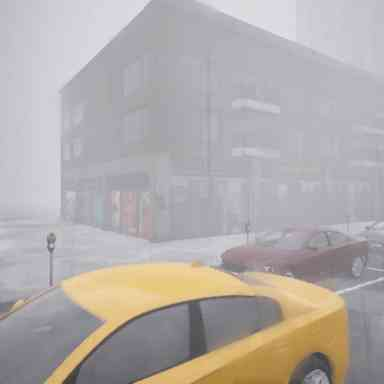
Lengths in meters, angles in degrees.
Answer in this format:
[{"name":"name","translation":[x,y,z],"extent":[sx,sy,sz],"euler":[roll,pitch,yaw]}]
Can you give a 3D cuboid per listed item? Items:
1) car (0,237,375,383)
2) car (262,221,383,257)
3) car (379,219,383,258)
[{"name":"car","translation":[-0.620,1.477,2.937],"extent":[5.008,1.535,1.882],"euler":[0,0,-35]},{"name":"car","translation":[2.703,1.544,8.454],"extent":[4.507,1.381,1.887],"euler":[0,0,-35]},{"name":"car","translation":[7.204,1.580,11.658],"extent":[4.206,1.307,1.802],"euler":[0,0,-35]}]
